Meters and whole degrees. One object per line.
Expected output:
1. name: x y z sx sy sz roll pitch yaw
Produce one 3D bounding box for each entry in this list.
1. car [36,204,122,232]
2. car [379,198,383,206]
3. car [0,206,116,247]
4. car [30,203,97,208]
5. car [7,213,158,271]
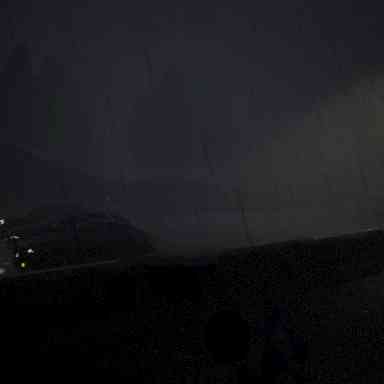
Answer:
1. car: -6.917 1.517 20.554 4.674 1.442 1.812 0 0 -35
2. car: 27.374 1.110 44.976 5.357 1.411 2.033 -1 1 -35
3. car: -4.773 1.501 13.485 4.892 1.490 1.837 0 0 -36
4. car: -7.197 1.349 16.055 4.553 1.767 2.097 0 0 -35
5. car: -3.177 1.561 10.325 4.181 1.385 1.994 0 0 -36
